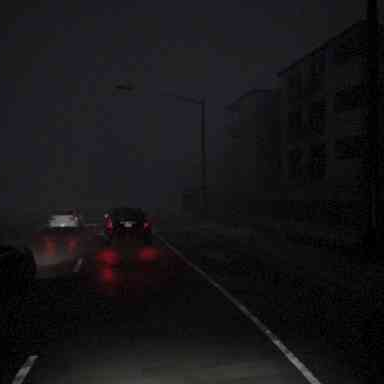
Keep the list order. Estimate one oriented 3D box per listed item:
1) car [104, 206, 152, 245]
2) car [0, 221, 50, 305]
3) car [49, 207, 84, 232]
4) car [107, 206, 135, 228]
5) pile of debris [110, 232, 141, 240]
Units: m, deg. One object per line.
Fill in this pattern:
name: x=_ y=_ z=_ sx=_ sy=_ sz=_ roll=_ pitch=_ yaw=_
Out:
car: x=-3.278 y=1.488 z=16.652 sx=2.097 sy=1.767 sz=4.553 roll=0 pitch=0 yaw=-14
car: x=-4.444 y=1.565 z=6.293 sx=2.128 sy=1.511 sz=4.902 roll=0 pitch=0 yaw=-11
car: x=-8.088 y=1.727 z=21.522 sx=1.812 sy=1.442 sz=4.674 roll=0 pitch=0 yaw=-15
car: x=-5.503 y=1.811 z=25.382 sx=1.895 sy=1.301 sz=4.718 roll=0 pitch=0 yaw=-15
pile of debris: x=-3.539 y=2.319 z=17.521 sx=1.500 sy=0.140 sz=1.860 roll=0 pitch=0 yaw=-14
